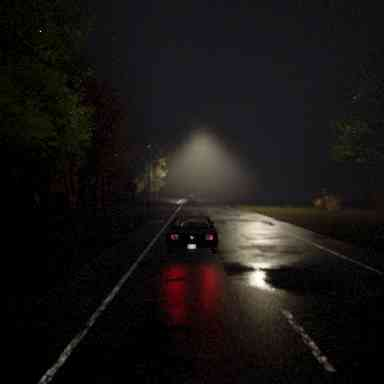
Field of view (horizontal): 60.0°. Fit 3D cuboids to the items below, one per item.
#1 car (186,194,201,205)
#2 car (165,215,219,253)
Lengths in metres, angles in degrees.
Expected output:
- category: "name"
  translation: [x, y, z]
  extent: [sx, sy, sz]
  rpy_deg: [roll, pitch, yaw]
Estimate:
- category: "car"
  translation: [0.003, 1.525, 57.976]
  extent: [2.033, 1.411, 5.357]
  rpy_deg: [0, 0, 0]
- category: "car"
  translation: [0.001, 1.600, 13.707]
  extent: [1.895, 1.301, 4.718]
  rpy_deg: [0, 0, 0]
